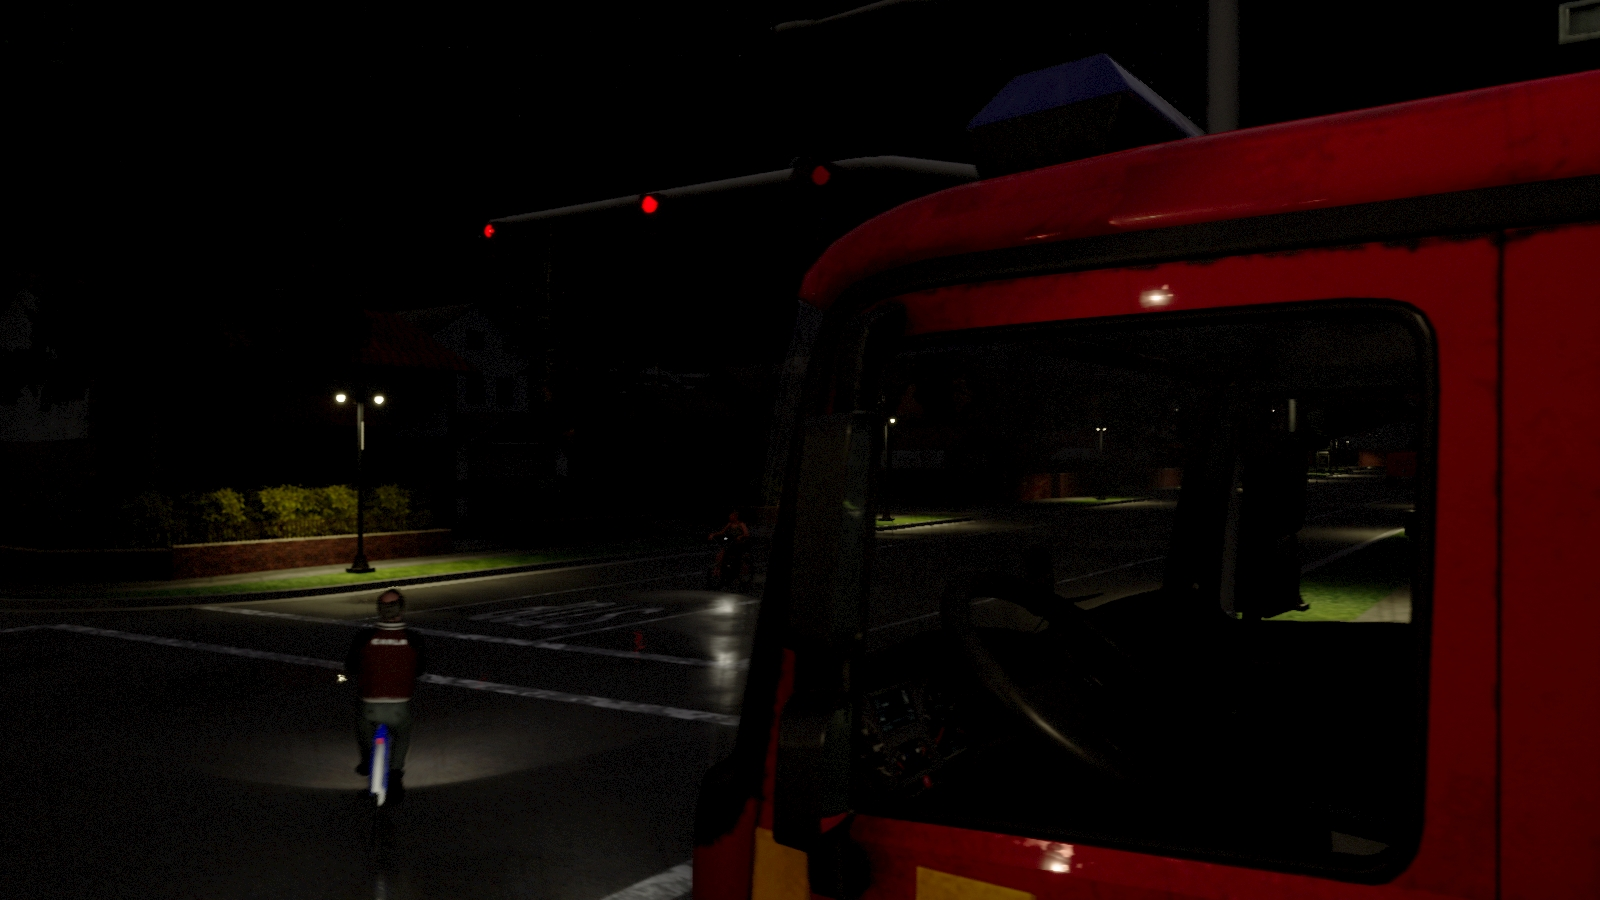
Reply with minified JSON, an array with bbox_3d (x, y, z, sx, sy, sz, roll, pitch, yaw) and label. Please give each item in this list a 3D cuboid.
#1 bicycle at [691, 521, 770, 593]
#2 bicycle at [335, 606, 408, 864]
[{"bbox_3d":[-1.403,2.149,23.264,0.859,1.301,1.487,0,0,35],"label":"bicycle"},{"bbox_3d":[-3.206,2.050,8.620,0.329,1.496,1.835,4,-1,-18],"label":"bicycle"}]
